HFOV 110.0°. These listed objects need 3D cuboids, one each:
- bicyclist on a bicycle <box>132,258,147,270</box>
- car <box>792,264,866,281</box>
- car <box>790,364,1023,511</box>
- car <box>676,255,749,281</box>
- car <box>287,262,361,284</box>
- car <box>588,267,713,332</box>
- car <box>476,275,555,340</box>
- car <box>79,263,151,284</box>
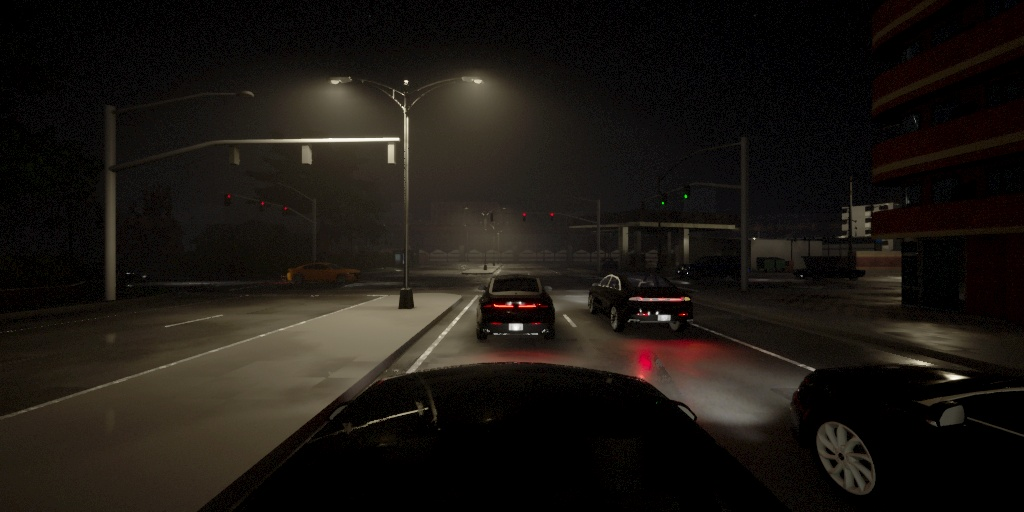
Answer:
[{"bbox_3d":[-38.228,1.053,36.739,0.582,1.620,1.656,0,0,0],"label":"bicyclist on a bicycle"},{"bbox_3d":[26.420,1.351,30.001,4.718,1.301,1.895,0,0,-1],"label":"car"},{"bbox_3d":[3.600,1.255,1.457,1.837,1.490,4.892,0,0,0],"label":"car"},{"bbox_3d":[16.633,0.972,29.861,5.566,2.045,2.150,0,0,-1],"label":"car"},{"bbox_3d":[-13.703,1.227,26.348,5.008,1.535,1.882,0,0,0],"label":"car"},{"bbox_3d":[3.602,1.242,10.865,2.128,1.511,4.902,0,0,0],"label":"car"},{"bbox_3d":[0.096,1.255,10.010,1.837,1.490,4.892,0,0,0],"label":"car"},{"bbox_3d":[-29.453,1.242,26.309,4.902,1.511,2.128,0,0,0],"label":"car"}]
